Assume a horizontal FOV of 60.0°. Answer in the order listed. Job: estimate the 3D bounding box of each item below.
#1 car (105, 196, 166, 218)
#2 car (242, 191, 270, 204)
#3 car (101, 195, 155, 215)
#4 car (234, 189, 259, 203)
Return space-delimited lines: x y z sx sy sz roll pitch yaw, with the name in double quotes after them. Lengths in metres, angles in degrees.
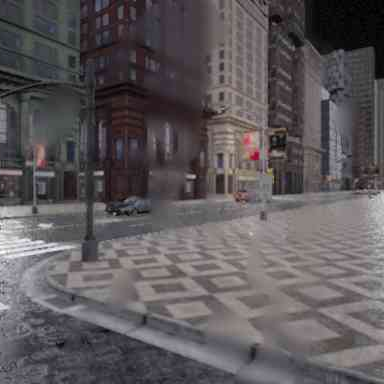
-4.392 1.257 27.639 2.033 1.411 5.357 0 1 36 "car"
9.342 0.938 46.781 1.812 1.442 4.674 0 1 36 "car"
-5.858 1.146 31.176 1.882 1.535 5.008 0 1 36 "car"
8.633 0.583 51.325 2.150 2.045 5.566 0 0 36 "car"
